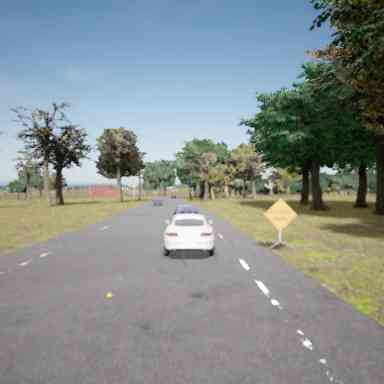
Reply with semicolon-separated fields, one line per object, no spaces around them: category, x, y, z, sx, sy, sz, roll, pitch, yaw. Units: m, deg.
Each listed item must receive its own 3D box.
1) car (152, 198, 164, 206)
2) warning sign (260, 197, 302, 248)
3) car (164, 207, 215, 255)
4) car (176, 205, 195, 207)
car;-5.996;1.709;58.521;2.033;1.411;5.357;0;0;-4
warning sign;3.426;1.156;12.938;1.300;1.860;1.060;1;1;-1
car;-0.115;1.569;13.314;1.812;1.442;4.674;0;0;-1
car;-0.535;1.682;27.026;1.895;1.301;4.718;0;0;-2
